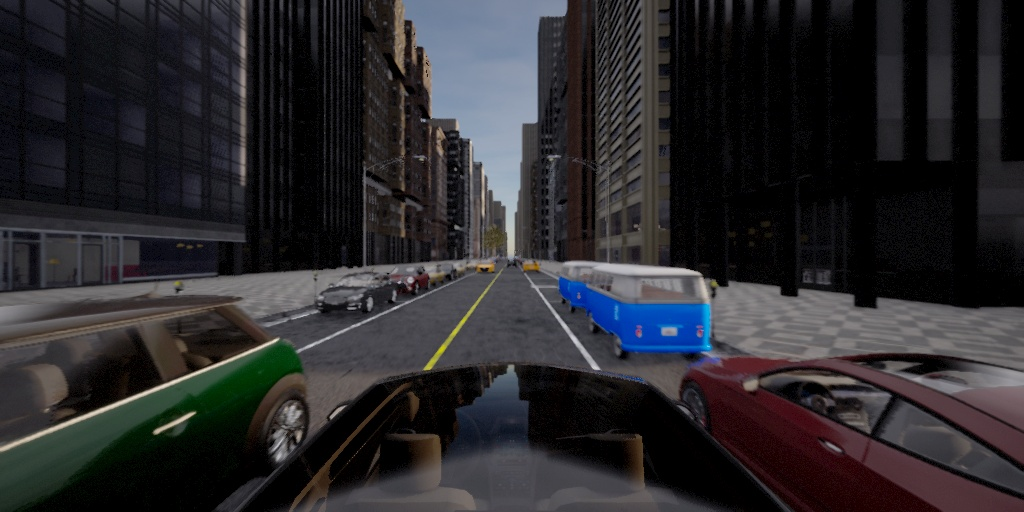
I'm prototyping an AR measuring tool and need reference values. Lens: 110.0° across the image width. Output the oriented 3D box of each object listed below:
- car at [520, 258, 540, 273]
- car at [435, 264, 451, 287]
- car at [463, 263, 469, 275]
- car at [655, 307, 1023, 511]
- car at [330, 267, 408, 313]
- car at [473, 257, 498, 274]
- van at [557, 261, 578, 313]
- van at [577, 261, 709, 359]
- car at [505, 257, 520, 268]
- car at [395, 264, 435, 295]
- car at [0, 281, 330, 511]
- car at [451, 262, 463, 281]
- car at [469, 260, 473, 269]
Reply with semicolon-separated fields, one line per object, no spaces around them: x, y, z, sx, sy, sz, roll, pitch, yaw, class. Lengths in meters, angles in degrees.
2.371;1.264;44.747;1.882;1.535;5.008;0;0;0;car
-5.757;1.295;25.013;1.751;1.417;4.829;0;0;0;car
-5.754;1.304;36.367;1.751;1.417;4.829;0;0;0;car
2.763;1.333;2.473;1.802;1.307;4.207;0;0;0;car
-5.760;1.311;13.828;2.007;1.370;4.403;0;0;0;car
-3.076;1.262;42.528;1.882;1.535;5.008;0;0;0;car
2.765;1.101;13.829;1.690;1.789;3.998;0;0;0;van
2.764;1.096;8.151;1.690;1.789;3.998;0;0;0;van
0.015;1.313;64.465;1.837;1.490;4.892;0;0;0;car
-5.758;1.205;19.506;1.967;1.591;4.097;0;0;0;car
-3.100;1.102;1.702;2.097;1.767;4.553;0;0;0;car
-5.756;1.340;30.861;1.948;1.339;4.313;0;0;0;car
-5.750;1.322;53.400;1.751;1.417;4.829;0;0;0;car
